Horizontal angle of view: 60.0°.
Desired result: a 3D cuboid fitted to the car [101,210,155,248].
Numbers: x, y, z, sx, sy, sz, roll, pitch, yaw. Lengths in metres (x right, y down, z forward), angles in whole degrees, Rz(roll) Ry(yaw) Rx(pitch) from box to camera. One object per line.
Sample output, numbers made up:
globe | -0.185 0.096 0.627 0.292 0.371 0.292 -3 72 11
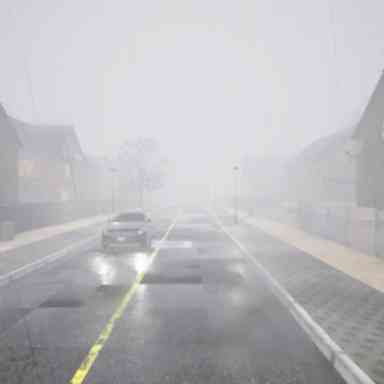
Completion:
car | -2.758 1.570 15.220 1.812 1.442 4.674 0 0 0
